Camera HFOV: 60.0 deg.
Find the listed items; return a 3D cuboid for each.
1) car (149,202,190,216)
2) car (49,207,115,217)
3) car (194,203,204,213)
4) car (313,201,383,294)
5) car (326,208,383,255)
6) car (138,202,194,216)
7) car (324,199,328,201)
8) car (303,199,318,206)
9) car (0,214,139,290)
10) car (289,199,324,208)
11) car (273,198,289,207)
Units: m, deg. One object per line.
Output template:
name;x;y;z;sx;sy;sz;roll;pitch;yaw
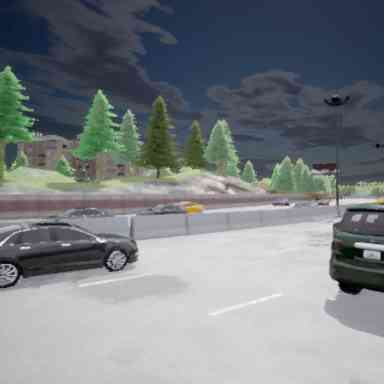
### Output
car;-2.510;1.900;38.555;4.674;1.442;1.812;0;-1;-44
car;-7.098;1.730;20.671;4.892;1.490;1.837;0;-1;-38
car;-0.887;1.815;35.264;5.008;1.535;1.882;0;-1;-44
car;5.429;1.276;7.880;5.566;2.045;2.150;0;-1;-39
car;8.098;1.586;14.746;5.008;1.535;1.882;0;0;-41
car;-2.485;1.792;29.051;4.892;1.490;1.837;1;-1;-42
car;23.493;2.012;59.623;2.033;1.411;5.357;-1;-1;33
car;23.714;2.125;66.578;1.895;1.301;4.718;-1;-1;32
car;-3.912;1.614;9.535;4.892;1.490;1.837;0;0;-37
car;14.136;1.834;41.003;1.837;1.490;4.892;-1;0;41
car;16.609;1.872;61.795;2.097;1.767;4.553;-1;-1;33
